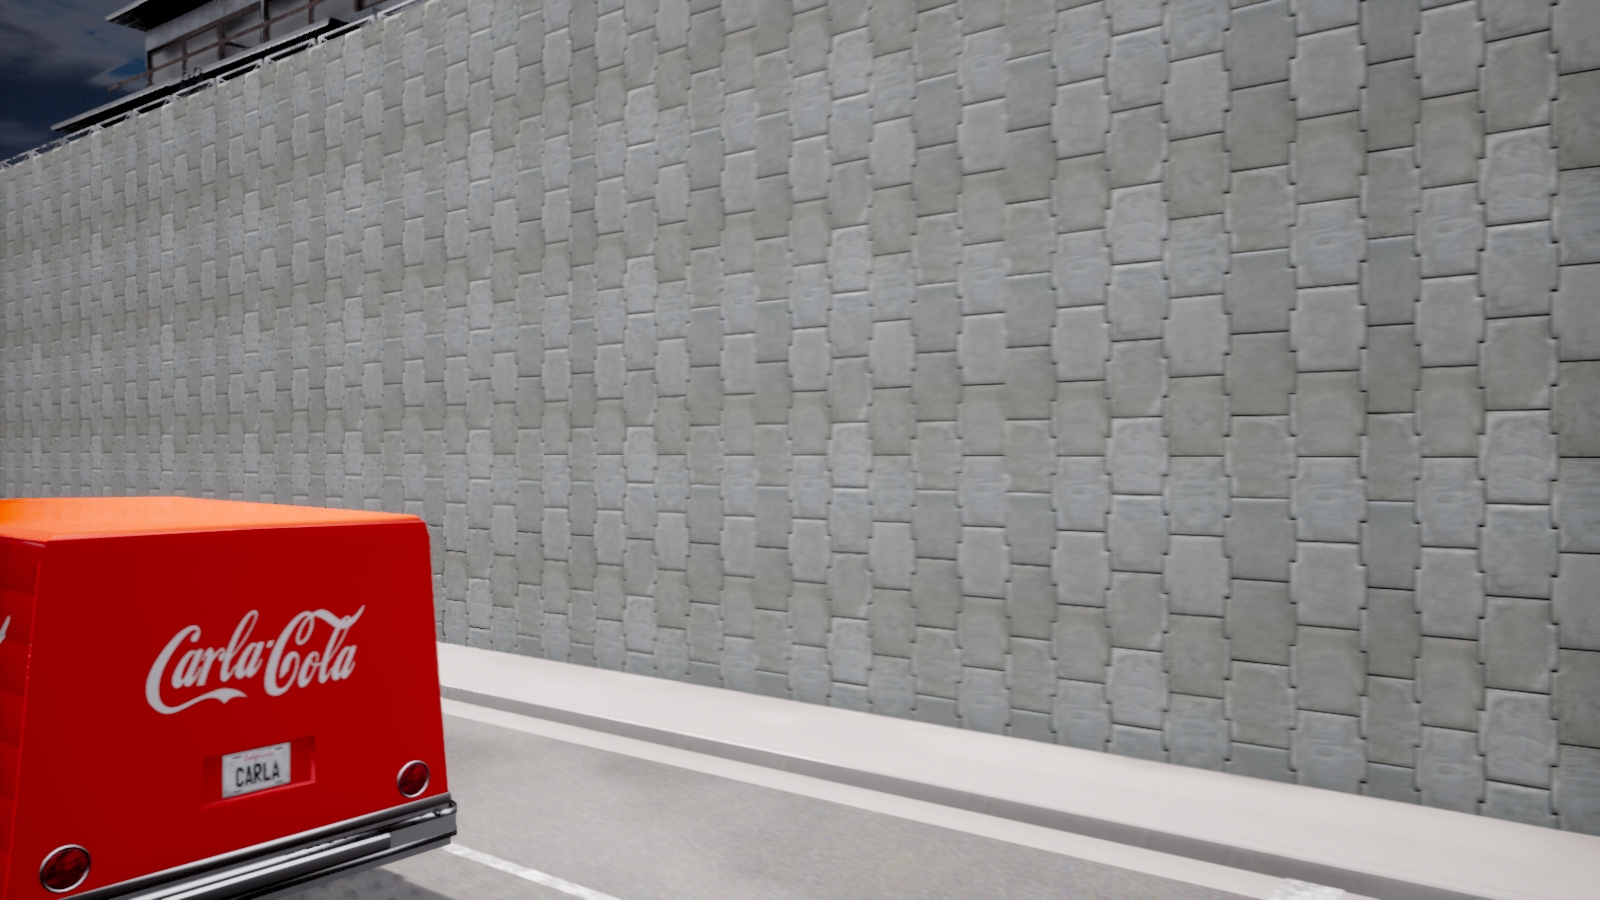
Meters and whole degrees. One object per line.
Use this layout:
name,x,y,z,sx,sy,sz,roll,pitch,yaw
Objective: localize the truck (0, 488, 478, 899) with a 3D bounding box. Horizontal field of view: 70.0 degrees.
truck,-4.836,1.570,7.544,5.204,2.467,2.627,0,0,38
